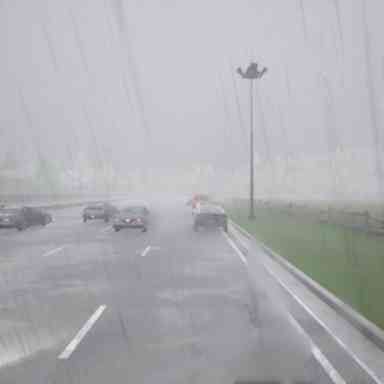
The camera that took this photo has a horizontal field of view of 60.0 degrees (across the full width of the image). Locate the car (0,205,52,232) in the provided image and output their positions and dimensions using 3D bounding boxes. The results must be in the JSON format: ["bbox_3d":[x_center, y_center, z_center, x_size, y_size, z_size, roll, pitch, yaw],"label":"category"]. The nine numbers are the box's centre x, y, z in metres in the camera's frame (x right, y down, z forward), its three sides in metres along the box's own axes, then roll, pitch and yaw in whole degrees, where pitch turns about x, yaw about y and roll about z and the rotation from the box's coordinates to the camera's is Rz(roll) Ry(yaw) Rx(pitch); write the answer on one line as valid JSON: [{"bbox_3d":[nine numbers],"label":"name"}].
[{"bbox_3d":[-10.402,1.557,20.139,2.033,1.411,5.357,0,0,0],"label":"car"}]

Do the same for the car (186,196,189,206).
[{"bbox_3d":[0.001,1.628,55.664,1.895,1.301,4.718,0,0,0],"label":"car"}]

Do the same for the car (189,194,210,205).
[{"bbox_3d":[1.049,1.241,36.158,2.150,2.045,5.566,0,0,0],"label":"car"}]

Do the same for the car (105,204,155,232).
[{"bbox_3d":[-3.400,1.557,20.128,2.033,1.411,5.357,0,0,0],"label":"car"}]

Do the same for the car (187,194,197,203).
[{"bbox_3d":[0.000,1.282,70.468,2.097,1.767,4.553,0,0,0],"label":"car"}]

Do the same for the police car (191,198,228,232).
[{"bbox_3d":[1.050,1.435,20.238,1.930,1.638,5.238,0,0,0],"label":"police car"}]

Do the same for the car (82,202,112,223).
[{"bbox_3d":[-6.900,1.504,25.600,2.128,1.511,4.902,0,0,0],"label":"car"}]
